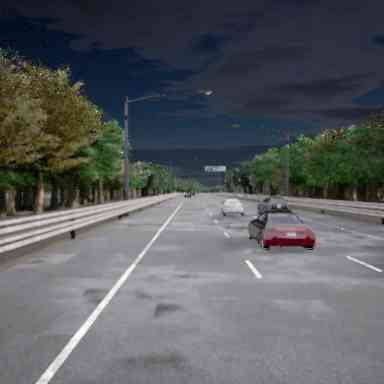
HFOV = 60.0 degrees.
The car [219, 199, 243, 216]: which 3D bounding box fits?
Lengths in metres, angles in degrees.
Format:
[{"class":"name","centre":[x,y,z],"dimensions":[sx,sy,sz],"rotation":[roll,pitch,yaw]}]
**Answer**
[{"class":"car","centre":[3.604,1.376,30.508],"dimensions":[1.812,1.442,4.674],"rotation":[0,0,0]}]

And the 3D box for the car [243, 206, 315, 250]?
[{"class":"car","centre":[3.602,1.495,14.034],"dimensions":[1.994,1.385,4.181],"rotation":[0,0,0]}]

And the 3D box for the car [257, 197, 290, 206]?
[{"class":"car","centre":[7.102,1.209,29.230],"dimensions":[2.097,1.767,4.553],"rotation":[0,0,0]}]

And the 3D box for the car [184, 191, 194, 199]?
[{"class":"car","centre":[-1.218,1.049,93.806],"dimensions":[1.882,1.535,5.008],"rotation":[0,0,0]}]
